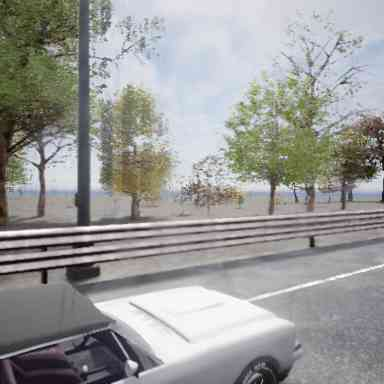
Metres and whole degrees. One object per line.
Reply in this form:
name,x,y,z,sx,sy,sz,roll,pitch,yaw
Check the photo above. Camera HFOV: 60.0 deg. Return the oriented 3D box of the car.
car,-1.130,1.589,3.013,4.718,1.301,1.895,0,0,-35
